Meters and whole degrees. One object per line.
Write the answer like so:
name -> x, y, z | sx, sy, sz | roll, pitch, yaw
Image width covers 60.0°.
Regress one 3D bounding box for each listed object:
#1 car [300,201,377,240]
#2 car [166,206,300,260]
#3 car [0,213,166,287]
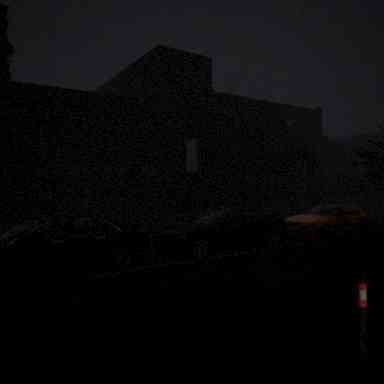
car -> 6.286, 1.194, 15.149 | 5.366, 1.575, 1.946 | 0, 0, -33
car -> 1.103, 1.258, 11.427 | 5.008, 1.535, 2.097 | 0, 0, -33
car -> -3.414, 1.301, 8.191 | 4.892, 1.521, 2.231 | -1, 1, -33
